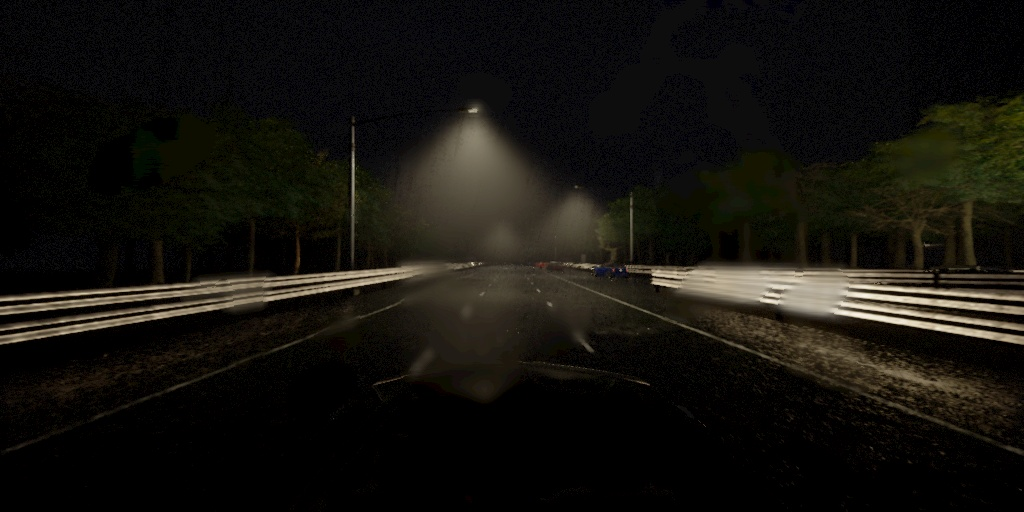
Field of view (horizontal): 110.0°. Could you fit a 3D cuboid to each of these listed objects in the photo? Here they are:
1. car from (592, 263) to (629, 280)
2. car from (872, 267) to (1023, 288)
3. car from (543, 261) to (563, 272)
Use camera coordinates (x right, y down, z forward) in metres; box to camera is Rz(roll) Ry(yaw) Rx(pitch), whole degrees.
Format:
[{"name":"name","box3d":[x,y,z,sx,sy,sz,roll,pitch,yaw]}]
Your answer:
[{"name":"car","box3d":[10.368,1.491,38.036,2.097,1.767,4.553,1,-1,-15]},{"name":"car","box3d":[19.136,1.227,15.737,1.837,1.490,4.892,0,-2,-28]},{"name":"car","box3d":[6.985,1.857,58.729,2.033,1.411,5.357,0,0,-6]}]
